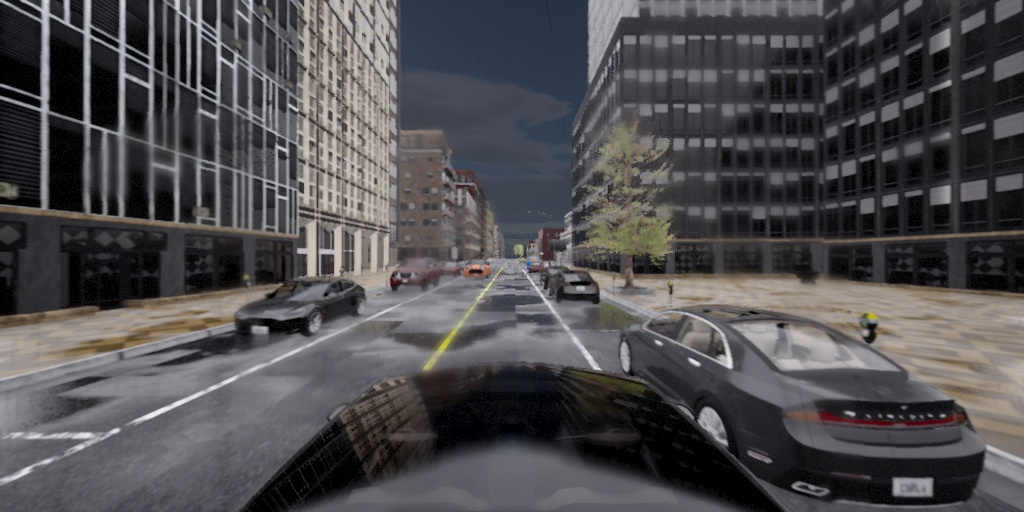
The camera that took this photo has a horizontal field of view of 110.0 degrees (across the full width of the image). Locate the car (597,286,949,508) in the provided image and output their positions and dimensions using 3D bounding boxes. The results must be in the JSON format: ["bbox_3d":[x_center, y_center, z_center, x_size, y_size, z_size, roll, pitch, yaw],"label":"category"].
[{"bbox_3d":[2.660,1.294,4.565,2.007,1.370,4.403,0,0,0],"label":"car"}]

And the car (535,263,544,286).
[{"bbox_3d":[2.658,1.271,21.632,1.948,1.339,4.313,0,0,0],"label":"car"}]

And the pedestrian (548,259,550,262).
[{"bbox_3d":[6.136,0.689,59.678,0.375,1.860,0.375,0,0,0],"label":"pedestrian"}]

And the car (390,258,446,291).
[{"bbox_3d":[-5.689,1.019,21.658,2.192,1.841,5.009,0,0,0],"label":"car"}]

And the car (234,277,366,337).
[{"bbox_3d":[-5.689,1.295,10.280,1.948,1.339,4.313,0,0,0],"label":"car"}]

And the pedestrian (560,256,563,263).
[{"bbox_3d":[8.136,0.892,59.077,0.375,1.860,0.375,0,0,0],"label":"pedestrian"}]

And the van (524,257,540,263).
[{"bbox_3d":[2.658,1.006,44.388,1.690,1.789,3.998,0,0,0],"label":"van"}]

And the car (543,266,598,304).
[{"bbox_3d":[2.658,1.283,15.942,1.948,1.339,4.313,0,0,0],"label":"car"}]

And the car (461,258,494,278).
[{"bbox_3d":[-3.095,1.036,32.811,2.097,1.767,4.553,0,0,0],"label":"car"}]

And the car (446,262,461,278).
[{"bbox_3d":[-5.689,1.228,33.037,1.888,1.381,4.507,0,0,0],"label":"car"}]

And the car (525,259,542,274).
[{"bbox_3d":[2.658,1.256,38.699,1.802,1.307,4.207,0,0,0],"label":"car"}]

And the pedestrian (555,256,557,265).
[{"bbox_3d":[7.136,0.923,58.477,0.375,1.860,0.375,0,0,0],"label":"pedestrian"}]
